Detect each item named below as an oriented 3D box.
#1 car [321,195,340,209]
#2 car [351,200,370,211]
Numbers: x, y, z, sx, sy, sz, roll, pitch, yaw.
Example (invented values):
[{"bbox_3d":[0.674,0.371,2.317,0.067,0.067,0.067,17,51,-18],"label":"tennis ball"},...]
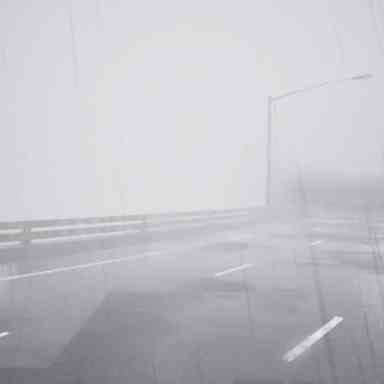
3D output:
[{"bbox_3d":[21.559,1.528,51.762,2.150,2.045,5.566,1,0,14],"label":"car"},{"bbox_3d":[23.724,1.825,46.868,2.128,1.511,4.902,1,0,17],"label":"car"}]
